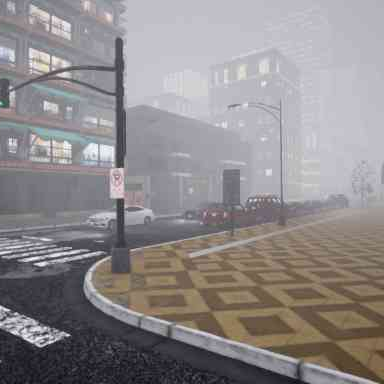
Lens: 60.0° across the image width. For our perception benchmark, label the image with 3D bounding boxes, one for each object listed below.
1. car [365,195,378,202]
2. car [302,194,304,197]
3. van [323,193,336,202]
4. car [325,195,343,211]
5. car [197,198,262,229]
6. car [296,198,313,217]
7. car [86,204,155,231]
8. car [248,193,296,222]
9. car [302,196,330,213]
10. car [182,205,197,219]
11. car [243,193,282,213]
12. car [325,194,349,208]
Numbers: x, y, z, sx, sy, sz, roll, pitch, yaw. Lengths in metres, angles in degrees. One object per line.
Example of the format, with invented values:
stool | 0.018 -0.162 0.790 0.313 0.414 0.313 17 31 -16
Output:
car | 35.555 1.333 65.838 1.887 1.381 4.507 -1 0 36
car | 22.481 1.439 61.352 1.752 1.417 4.829 -1 0 36
van | 29.203 1.229 70.504 1.690 1.788 3.998 -1 0 36
car | 15.686 1.415 38.794 2.008 1.369 4.403 -1 0 36
car | 2.439 1.352 20.765 1.967 1.590 4.097 -1 0 36
car | 9.064 1.470 29.779 1.802 1.307 4.206 -1 0 36
car | -4.303 1.515 20.734 1.812 1.442 4.674 -1 0 36
car | 5.750 1.215 25.273 2.192 1.841 5.009 -1 0 36
car | 12.375 1.421 34.287 1.887 1.381 4.507 -1 0 36
car | 1.397 1.516 28.488 2.033 1.411 5.357 -1 0 36
car | 8.060 1.167 37.545 2.150 2.045 5.566 -1 -1 37
car | 18.995 1.167 43.302 2.192 1.841 5.009 -1 0 36
